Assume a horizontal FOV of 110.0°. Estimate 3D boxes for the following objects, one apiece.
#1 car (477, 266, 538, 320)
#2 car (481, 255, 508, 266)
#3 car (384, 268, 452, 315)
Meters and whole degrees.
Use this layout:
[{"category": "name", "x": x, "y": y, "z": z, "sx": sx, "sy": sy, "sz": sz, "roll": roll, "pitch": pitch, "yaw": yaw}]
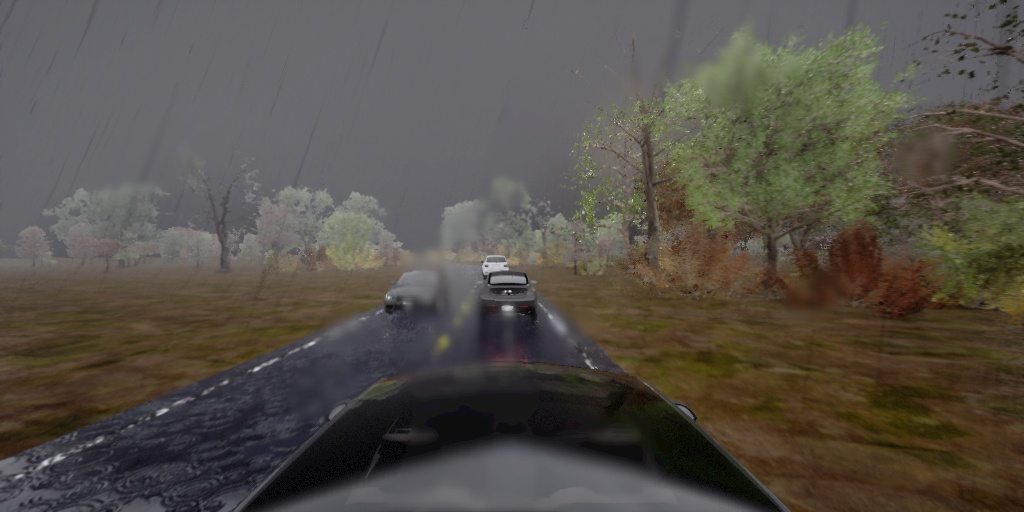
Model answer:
[{"category": "car", "x": -0.171, "y": 1.255, "z": 12.556, "sx": 1.837, "sy": 1.490, "sz": 4.892, "roll": 0, "pitch": 0, "yaw": -2}, {"category": "car", "x": -1.550, "y": 0.975, "z": 32.103, "sx": 2.150, "sy": 2.045, "sz": 5.566, "roll": 0, "pitch": 0, "yaw": -6}, {"category": "car", "x": -3.421, "y": 1.260, "z": 13.816, "sx": 1.837, "sy": 1.490, "sz": 4.892, "roll": 0, "pitch": 0, "yaw": -2}]
